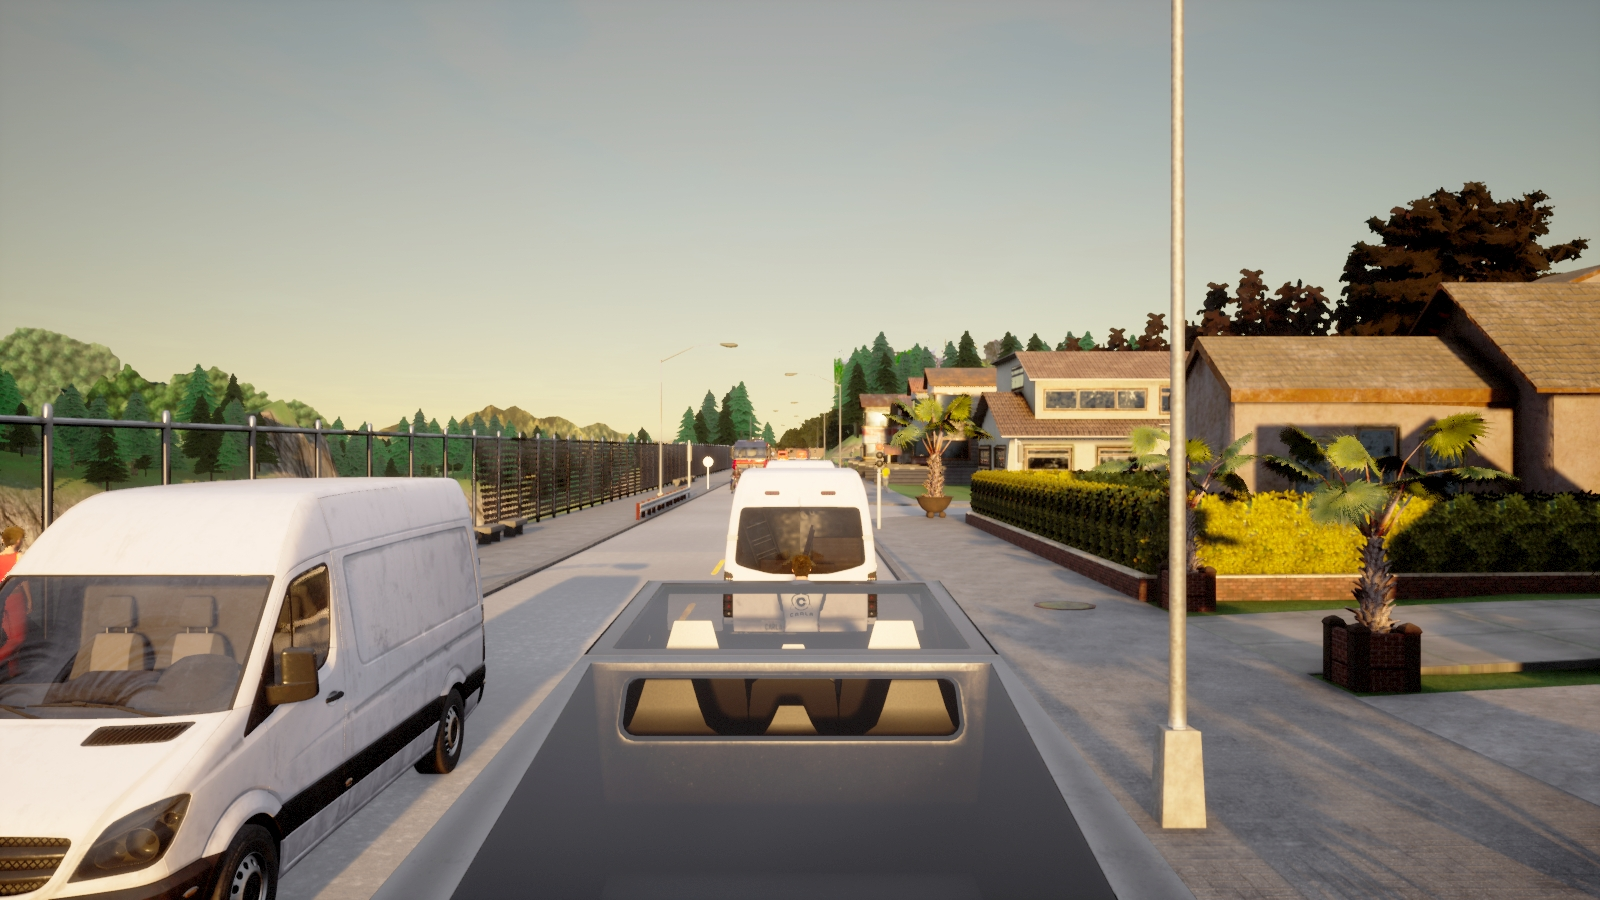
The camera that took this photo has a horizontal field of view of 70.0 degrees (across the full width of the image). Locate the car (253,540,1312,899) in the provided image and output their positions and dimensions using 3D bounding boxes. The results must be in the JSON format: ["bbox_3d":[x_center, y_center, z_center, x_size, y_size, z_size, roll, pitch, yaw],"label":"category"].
[{"bbox_3d":[-0.034,1.751,5.716,2.390,2.098,6.274,0,0,0],"label":"car"}]

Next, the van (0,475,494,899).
[{"bbox_3d":[-3.993,1.531,8.228,1.988,2.561,5.915,0,0,0],"label":"van"}]

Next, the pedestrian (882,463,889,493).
[{"bbox_3d":[5.255,1.710,70.596,0.375,1.860,0.375,0,0,-5],"label":"pedestrian"}]

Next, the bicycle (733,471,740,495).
[{"bbox_3d":[-3.968,2.032,71.211,0.329,1.471,1.835,0,0,0],"label":"bicycle"}]

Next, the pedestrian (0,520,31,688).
[{"bbox_3d":[-9.060,1.739,12.990,0.375,1.860,0.375,0,0,0],"label":"pedestrian"}]

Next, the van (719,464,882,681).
[{"bbox_3d":[0.009,1.528,16.844,1.988,2.561,5.915,0,0,0],"label":"van"}]
